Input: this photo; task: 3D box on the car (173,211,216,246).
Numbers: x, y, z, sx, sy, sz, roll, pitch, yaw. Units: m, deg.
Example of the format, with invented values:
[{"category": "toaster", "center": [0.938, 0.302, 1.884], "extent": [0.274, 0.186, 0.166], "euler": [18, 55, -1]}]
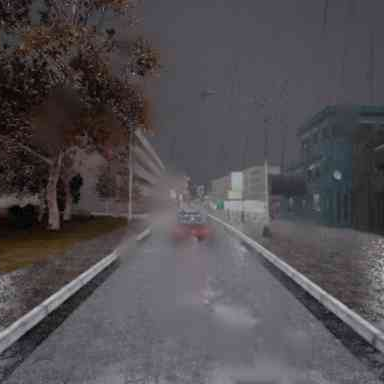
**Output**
[{"category": "car", "center": [0.102, 1.808, 16.417], "extent": [1.895, 1.301, 4.718], "euler": [0, -1, 0]}]

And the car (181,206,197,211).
[{"category": "car", "center": [-0.371, 2.320, 33.340], "extent": [1.895, 1.301, 4.718], "euler": [1, -2, -9]}]

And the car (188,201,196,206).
[{"category": "car", "center": [-0.036, 3.964, 93.298], "extent": [2.033, 1.411, 5.357], "euler": [0, -1, 0]}]
